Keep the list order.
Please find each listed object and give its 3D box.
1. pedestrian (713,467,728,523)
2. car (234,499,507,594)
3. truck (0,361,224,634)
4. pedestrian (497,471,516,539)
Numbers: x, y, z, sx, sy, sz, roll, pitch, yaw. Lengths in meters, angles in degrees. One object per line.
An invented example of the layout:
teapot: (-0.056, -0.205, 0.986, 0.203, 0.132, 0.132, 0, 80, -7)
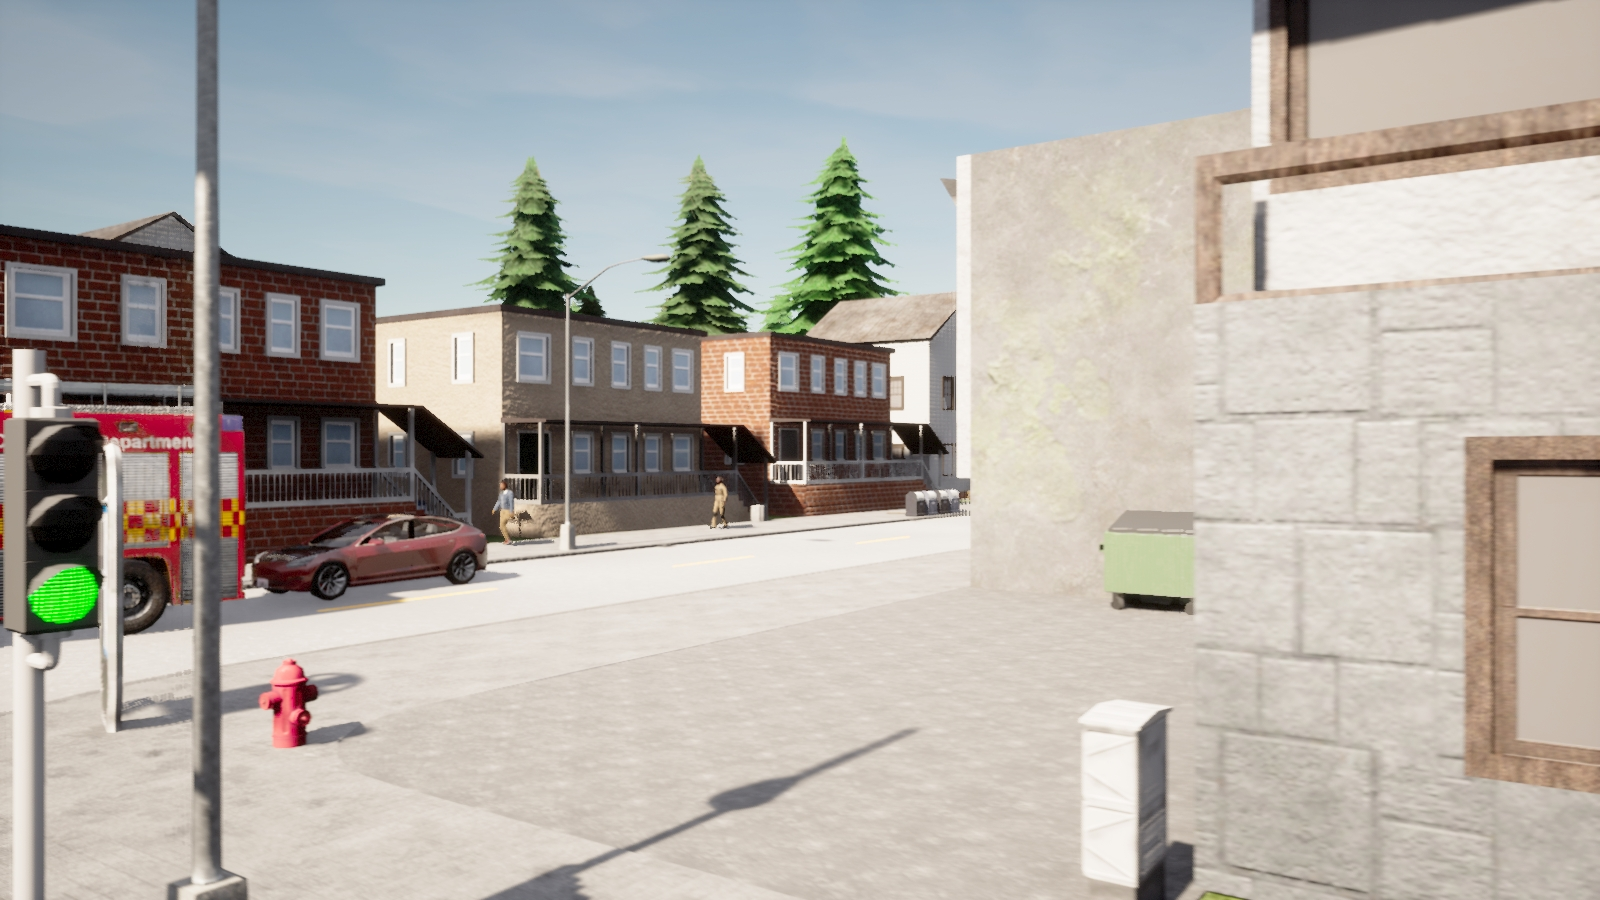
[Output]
pedestrian: (-2.683, 1.524, 38.606, 0.375, 1.860, 0.375, 0, 0, 32)
car: (-8.543, 1.843, 23.164, 2.163, 1.488, 4.792, 0, 0, 35)
truck: (-13.139, 0.670, 16.128, 8.468, 3.827, 2.891, 0, 0, -45)
pedestrian: (-8.196, 1.524, 31.912, 0.375, 1.860, 0.375, 0, 0, 41)
